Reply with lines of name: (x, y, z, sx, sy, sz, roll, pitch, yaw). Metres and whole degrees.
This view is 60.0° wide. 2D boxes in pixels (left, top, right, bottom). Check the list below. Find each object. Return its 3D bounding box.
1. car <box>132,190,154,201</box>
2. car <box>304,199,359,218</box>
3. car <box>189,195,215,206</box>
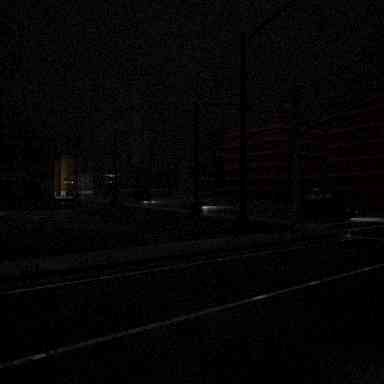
car: (-9.131, 0.613, 61.488, 2.150, 2.045, 5.566, 0, 1, -35)
car: (12.457, 1.413, 29.915, 1.837, 1.490, 4.892, 0, 1, -34)
car: (1.306, 1.139, 46.138, 1.812, 1.442, 4.674, 0, 1, -34)
